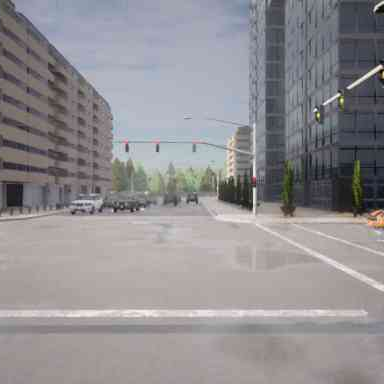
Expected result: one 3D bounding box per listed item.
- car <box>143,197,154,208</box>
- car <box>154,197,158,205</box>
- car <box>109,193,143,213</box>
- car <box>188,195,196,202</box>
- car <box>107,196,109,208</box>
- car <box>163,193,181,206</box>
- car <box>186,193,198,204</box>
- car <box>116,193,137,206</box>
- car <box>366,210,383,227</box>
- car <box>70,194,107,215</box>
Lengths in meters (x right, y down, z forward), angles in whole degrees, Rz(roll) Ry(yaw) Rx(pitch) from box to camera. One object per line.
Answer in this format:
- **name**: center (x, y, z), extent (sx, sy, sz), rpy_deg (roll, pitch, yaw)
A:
- **car**: center (-7.334, 1.547, 48.336), extent (2.033, 1.411, 5.357), rpy_deg (0, 0, 1)
- **car**: center (-7.198, 1.564, 58.356), extent (1.994, 1.385, 4.181), rpy_deg (0, 0, 1)
- **car**: center (-7.426, 1.221, 38.092), extent (2.150, 2.045, 5.566), rpy_deg (0, 0, 1)
- **car**: center (0.083, 1.500, 74.517), extent (1.837, 1.490, 4.892), rpy_deg (0, 0, 1)
- **car**: center (-10.876, 1.352, 44.761), extent (2.097, 1.767, 4.553), rpy_deg (0, 0, 1)
- **car**: center (-3.545, 1.221, 55.960), extent (2.150, 2.045, 5.566), rpy_deg (0, 0, 1)
- **car**: center (0.050, 1.221, 63.804), extent (2.150, 2.045, 5.566), rpy_deg (0, 0, 1)
- **car**: center (-10.747, 1.221, 54.962), extent (2.150, 2.045, 5.566), rpy_deg (0, 0, 1)
- **car**: center (13.575, 1.407, 21.083), extent (4.553, 1.767, 2.097), rpy_deg (0, 0, 0)
- **car**: center (-10.935, 1.221, 34.917), extent (2.150, 2.045, 5.566), rpy_deg (0, 0, -1)
